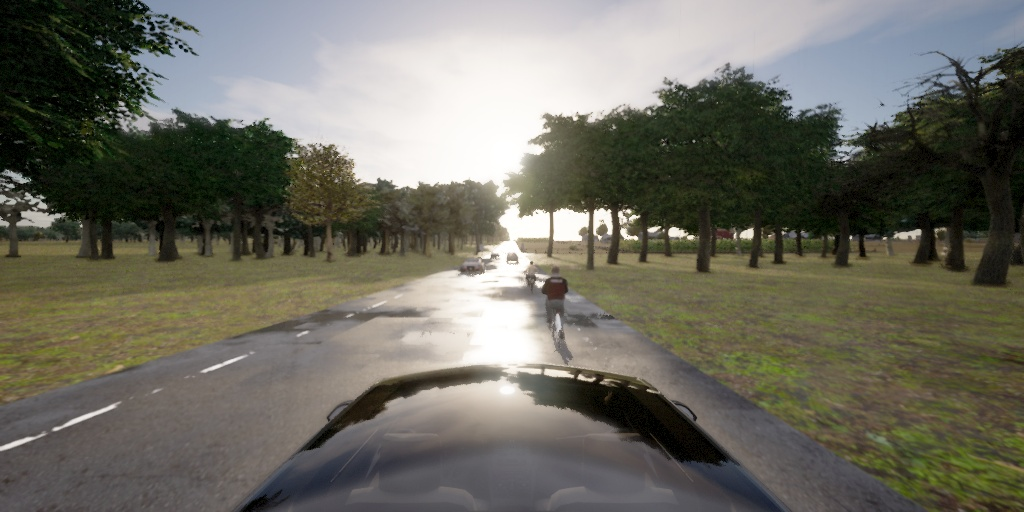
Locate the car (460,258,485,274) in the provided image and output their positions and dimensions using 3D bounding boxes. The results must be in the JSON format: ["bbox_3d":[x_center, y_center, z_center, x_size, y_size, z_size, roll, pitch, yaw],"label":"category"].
[{"bbox_3d":[-3.611,0.879,33.523,1.994,1.385,4.181,0,1,0],"label":"car"}]

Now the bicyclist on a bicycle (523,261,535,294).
[{"bbox_3d":[0.976,1.045,18.092,0.866,1.612,1.509,0,1,0],"label":"bicyclist on a bicycle"}]

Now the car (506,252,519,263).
[{"bbox_3d":[0.073,0.272,57.204,2.128,1.511,4.902,0,1,0],"label":"car"}]

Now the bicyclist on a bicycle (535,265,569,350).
[{"bbox_3d":[0.962,1.084,8.111,0.659,1.776,1.843,0,1,0],"label":"bicyclist on a bicycle"}]
